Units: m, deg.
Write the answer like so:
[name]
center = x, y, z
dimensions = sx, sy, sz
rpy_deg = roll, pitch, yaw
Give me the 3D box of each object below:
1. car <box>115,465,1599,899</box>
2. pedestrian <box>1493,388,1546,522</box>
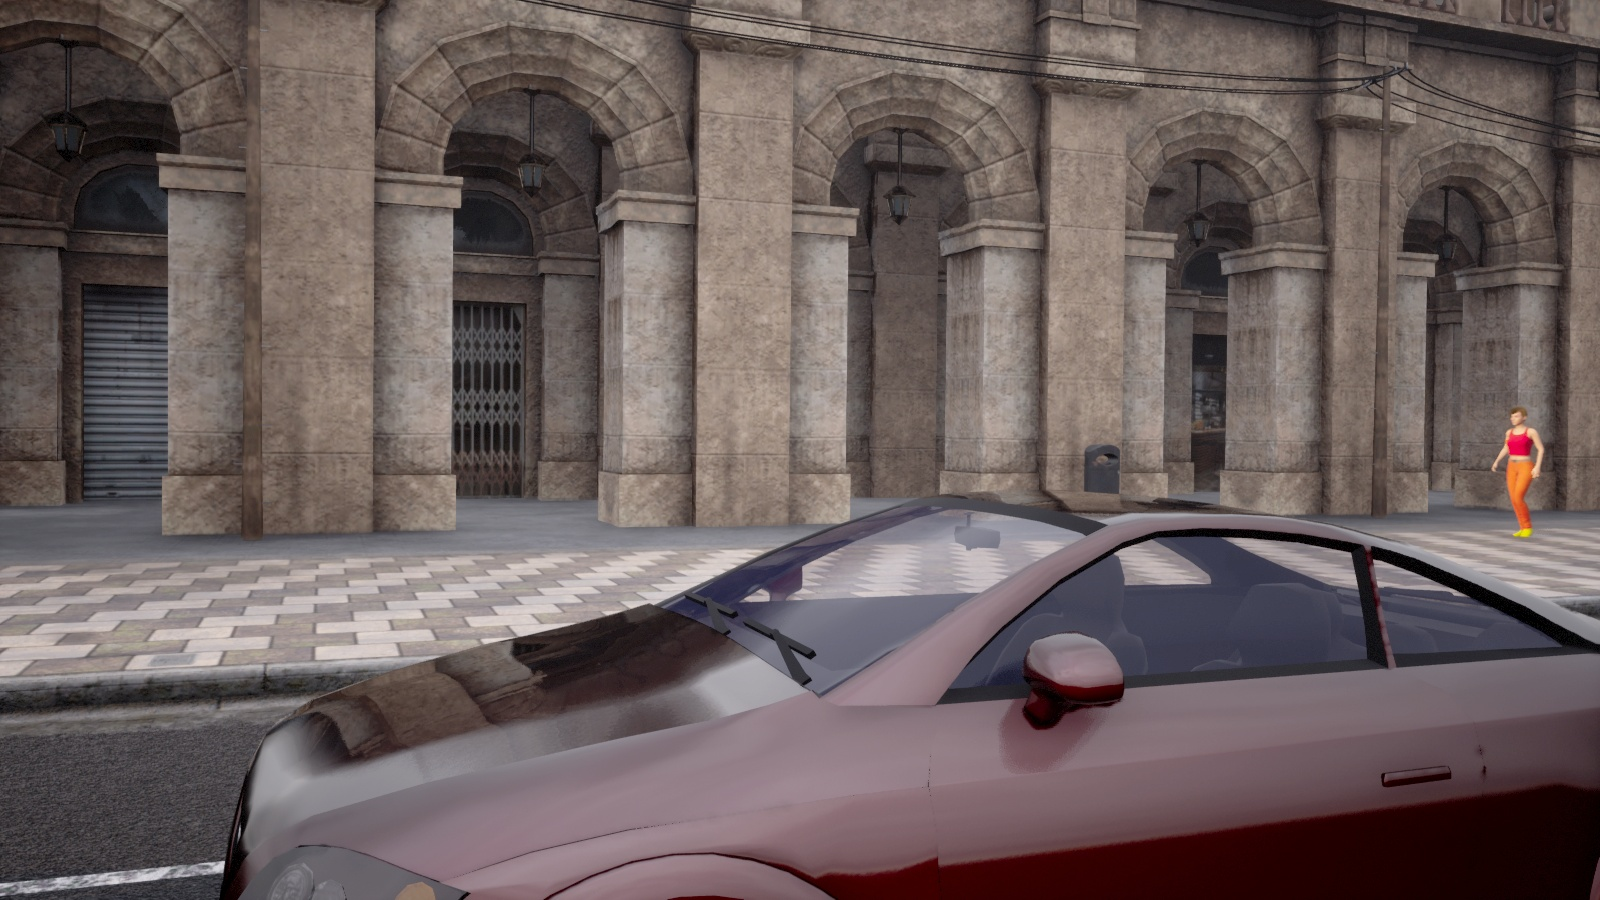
[car]
center = 0.623, 0.799, 3.482
dimensions = 4.181, 1.385, 1.994
rpy_deg = -1, 1, -21
[pedestrian]
center = 9.967, 0.064, 17.394
dimensions = 0.594, 1.836, 0.345
rpy_deg = -1, 1, -21
